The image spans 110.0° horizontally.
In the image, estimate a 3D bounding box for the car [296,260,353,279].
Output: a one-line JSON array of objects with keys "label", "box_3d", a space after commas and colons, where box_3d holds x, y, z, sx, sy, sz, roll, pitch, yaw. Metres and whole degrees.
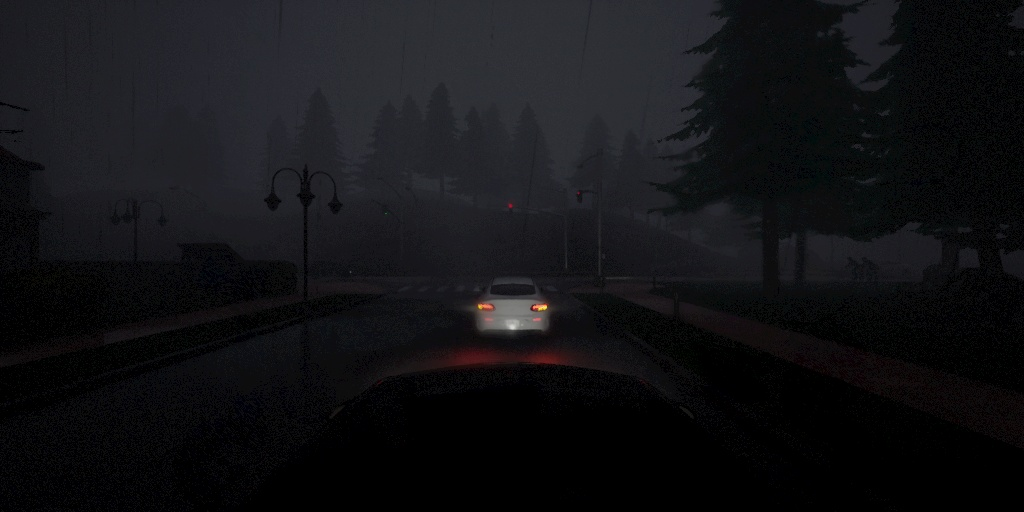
[{"label": "car", "box_3d": [-15.837, 1.082, 29.785, 4.892, 1.490, 1.837, 0, 0, -1]}]

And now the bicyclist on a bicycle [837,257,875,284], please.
[{"label": "bicyclist on a bicycle", "box_3d": [21.130, 0.883, 22.247, 0.582, 1.620, 1.656, 0, 0, -16]}]

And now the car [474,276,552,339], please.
[{"label": "car", "box_3d": [0.021, 1.273, 9.964, 1.812, 1.442, 4.674, 0, 0, 0]}]

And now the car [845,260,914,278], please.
[{"label": "car", "box_3d": [30.674, 1.020, 29.920, 4.674, 1.442, 1.812, 0, 0, 0]}]

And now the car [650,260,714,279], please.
[{"label": "car", "box_3d": [14.141, 1.067, 29.896, 4.902, 1.511, 2.128, 0, 0, 0]}]

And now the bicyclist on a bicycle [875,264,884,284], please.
[{"label": "bicyclist on a bicycle", "box_3d": [21.777, 0.885, 21.987, 0.582, 1.620, 1.656, 0, 0, -14]}]
